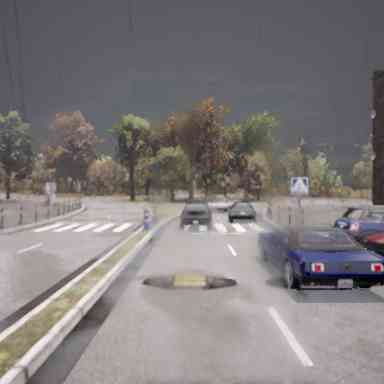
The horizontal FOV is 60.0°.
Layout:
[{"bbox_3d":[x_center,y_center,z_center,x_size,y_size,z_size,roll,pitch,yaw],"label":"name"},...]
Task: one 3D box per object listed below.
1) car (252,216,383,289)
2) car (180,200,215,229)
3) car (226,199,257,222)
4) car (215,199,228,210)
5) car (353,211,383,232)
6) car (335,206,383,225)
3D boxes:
[{"bbox_3d":[3.103,1.557,8.975,1.895,1.301,4.718,0,0,-1],"label":"car"},{"bbox_3d":[0.339,1.382,20.649,1.837,1.490,4.892,0,1,3],"label":"car"},{"bbox_3d":[3.776,1.410,24.943,1.994,1.385,4.181,0,0,8],"label":"car"},{"bbox_3d":[3.192,1.354,34.183,1.895,1.301,4.718,0,1,20],"label":"car"},{"bbox_3d":[7.649,1.438,9.435,5.008,1.535,2.097,0,0,0],"label":"car"},{"bbox_3d":[7.614,1.294,12.197,4.553,1.767,2.185,0,0,0],"label":"car"}]
